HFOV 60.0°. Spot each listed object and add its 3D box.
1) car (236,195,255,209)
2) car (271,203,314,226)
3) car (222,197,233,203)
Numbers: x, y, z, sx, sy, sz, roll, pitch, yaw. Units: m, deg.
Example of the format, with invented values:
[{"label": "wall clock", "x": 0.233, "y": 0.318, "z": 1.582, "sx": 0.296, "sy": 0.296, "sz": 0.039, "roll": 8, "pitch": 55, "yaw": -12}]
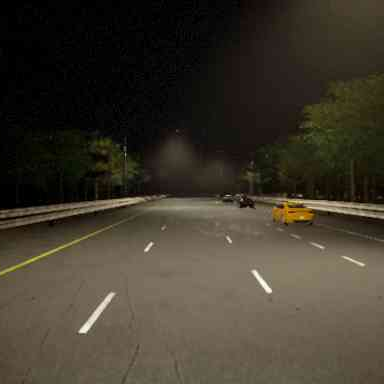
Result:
[{"label": "car", "x": 6.989, "y": 1.522, "z": 43.639, "sx": 1.837, "sy": 1.490, "sz": 4.892, "roll": 0, "pitch": 0, "yaw": 0}, {"label": "car", "x": 6.993, "y": 1.481, "z": 23.601, "sx": 1.882, "sy": 1.535, "sz": 5.008, "roll": 0, "pitch": 0, "yaw": 0}, {"label": "car", "x": 7.008, "y": 1.557, "z": 66.183, "sx": 1.895, "sy": 1.301, "sz": 4.718, "roll": 0, "pitch": 0, "yaw": 1}]
